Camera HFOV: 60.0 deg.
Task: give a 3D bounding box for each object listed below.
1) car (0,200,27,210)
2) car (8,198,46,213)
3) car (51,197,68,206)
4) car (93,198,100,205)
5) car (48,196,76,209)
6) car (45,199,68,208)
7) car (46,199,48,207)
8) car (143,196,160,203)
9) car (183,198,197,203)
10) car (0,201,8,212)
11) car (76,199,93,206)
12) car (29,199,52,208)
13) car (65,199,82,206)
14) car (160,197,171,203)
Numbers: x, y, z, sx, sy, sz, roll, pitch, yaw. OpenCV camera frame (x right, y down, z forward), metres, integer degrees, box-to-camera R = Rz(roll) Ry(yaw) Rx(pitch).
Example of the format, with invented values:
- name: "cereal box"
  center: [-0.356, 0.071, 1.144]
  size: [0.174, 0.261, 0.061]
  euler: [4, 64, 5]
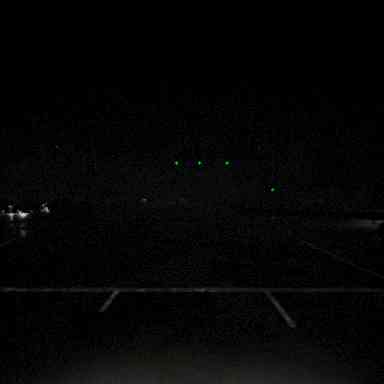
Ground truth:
- name: "car"
  center: [-28.102, 2.003, 51.923]
  size: [2.033, 1.411, 5.357]
  euler: [0, 0, 1]
- name: "car"
  center: [-21.125, 1.882, 42.748]
  size: [1.837, 1.490, 4.892]
  euler: [0, 0, 0]
- name: "car"
  center: [-28.164, 1.970, 70.880]
  size: [2.097, 1.767, 4.553]
  euler: [0, 0, -3]
- name: "car"
  center: [-21.263, 2.153, 72.400]
  size: [2.128, 1.511, 4.902]
  euler: [0, 0, -3]
- name: "car"
  center: [-21.112, 1.688, 53.304]
  size: [2.150, 2.045, 5.566]
  euler: [0, 0, 0]
- name: "car"
  center: [-24.570, 2.018, 60.443]
  size: [2.128, 1.511, 4.902]
  euler: [0, 0, 0]
- name: "car"
  center: [-24.615, 1.802, 51.294]
  size: [2.097, 1.767, 4.553]
  euler: [0, 0, 0]
- name: "car"
  center: [-11.451, 2.322, 93.465]
  size: [2.128, 1.511, 4.902]
  euler: [0, -1, -22]
- name: "car"
  center: [-0.172, 2.392, 92.619]
  size: [1.895, 1.301, 4.718]
  euler: [0, -1, -18]
- name: "car"
  center: [-24.624, 1.872, 41.475]
  size: [1.837, 1.490, 4.892]
  euler: [0, 0, 0]
- name: "car"
  center: [-21.051, 2.041, 63.137]
  size: [2.128, 1.511, 4.902]
  euler: [0, 0, 0]
- name: "car"
  center: [-28.041, 2.029, 61.669]
  size: [2.128, 1.511, 4.902]
  euler: [0, 0, 0]
- name: "car"
  center: [-24.593, 2.197, 69.383]
  size: [1.895, 1.301, 4.718]
  euler: [0, 0, 0]
- name: "car"
  center: [-8.327, 2.173, 95.146]
  size: [2.097, 1.767, 4.553]
  euler: [0, -1, -22]
